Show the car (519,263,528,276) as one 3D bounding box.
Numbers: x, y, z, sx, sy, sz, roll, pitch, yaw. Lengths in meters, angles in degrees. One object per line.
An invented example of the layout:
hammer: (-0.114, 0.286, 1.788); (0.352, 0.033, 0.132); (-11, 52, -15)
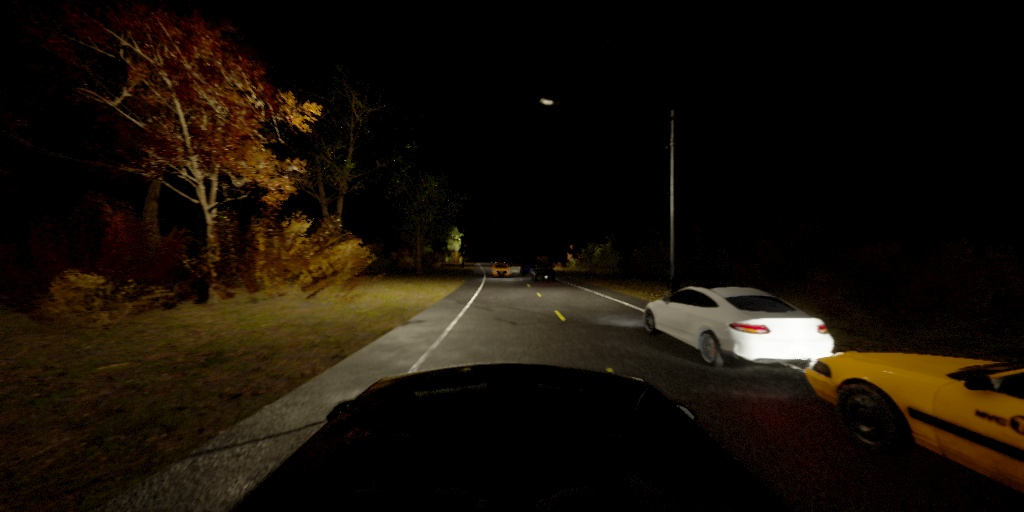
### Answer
car: (1.980, 1.628, 44.022); (1.812, 1.442, 4.674); (0, 0, -4)

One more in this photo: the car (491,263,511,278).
car: (-1.228, 1.522, 38.992); (1.882, 1.535, 5.008); (0, 0, -4)

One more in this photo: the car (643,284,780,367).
car: (4.540, 1.353, 8.007); (1.812, 1.442, 4.674); (0, -1, 0)

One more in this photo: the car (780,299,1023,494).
car: (4.547, 1.238, 2.163); (1.801, 1.575, 5.366); (0, 0, 0)

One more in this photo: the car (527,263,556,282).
car: (2.772, 1.524, 32.603); (1.837, 1.490, 4.892); (0, 0, -3)
